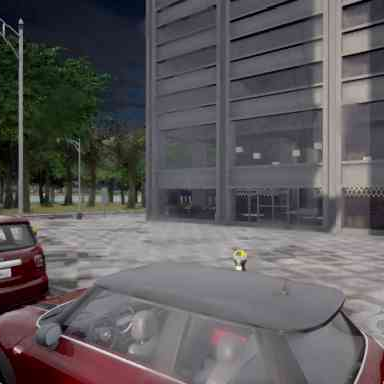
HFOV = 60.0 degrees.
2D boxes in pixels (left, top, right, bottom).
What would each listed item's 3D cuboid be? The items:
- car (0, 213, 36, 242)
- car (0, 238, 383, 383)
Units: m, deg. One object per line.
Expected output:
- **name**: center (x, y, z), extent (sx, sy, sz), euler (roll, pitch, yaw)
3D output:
- **car**: center (-4.800, 1.315, 6.382), extent (5.009, 1.841, 2.192), euler (0, 0, 35)
- **car**: center (-0.371, 1.440, 3.227), extent (4.097, 1.590, 1.967), euler (0, 0, 35)
